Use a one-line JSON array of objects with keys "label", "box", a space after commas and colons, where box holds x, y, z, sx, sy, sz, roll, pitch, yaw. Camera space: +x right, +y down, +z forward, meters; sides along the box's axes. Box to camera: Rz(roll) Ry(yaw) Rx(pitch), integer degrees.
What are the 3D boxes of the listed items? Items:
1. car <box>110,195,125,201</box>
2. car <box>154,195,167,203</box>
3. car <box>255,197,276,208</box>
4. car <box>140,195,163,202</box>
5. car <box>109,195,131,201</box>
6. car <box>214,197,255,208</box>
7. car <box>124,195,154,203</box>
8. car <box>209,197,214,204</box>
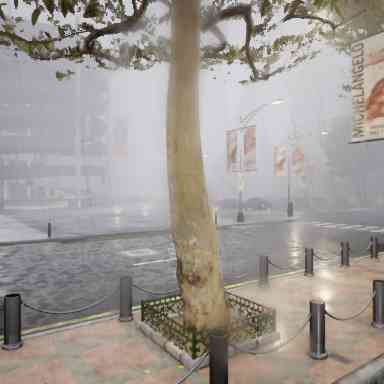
[{"label": "car", "box": [-18.523, 1.427, 77.742, 5.008, 1.535, 1.882, 0, 0, 12]}, {"label": "car", "box": [-8.396, 1.478, 69.435, 5.008, 1.535, 1.882, 0, 0, 33]}, {"label": "car", "box": [9.817, 1.505, 48.056, 1.837, 1.490, 4.892, 0, 0, -36]}, {"label": "car", "box": [-8.987, 1.478, 73.888, 5.008, 1.535, 1.882, 0, 0, 30]}, {"label": "car", "box": [-17.563, 1.440, 81.108, 4.892, 1.490, 1.837, 0, 0, 12]}, {"label": "car", "box": [5.972, 1.547, 47.453, 2.033, 1.411, 5.357, 0, 0, -35]}, {"label": "car", "box": [-10.624, 1.505, 66.476, 4.892, 1.490, 1.837, 0, 0, 34]}, {"label": "car", "box": [2.672, 1.547, 58.054, 2.033, 1.411, 5.357, 0, 0, -36]}]
